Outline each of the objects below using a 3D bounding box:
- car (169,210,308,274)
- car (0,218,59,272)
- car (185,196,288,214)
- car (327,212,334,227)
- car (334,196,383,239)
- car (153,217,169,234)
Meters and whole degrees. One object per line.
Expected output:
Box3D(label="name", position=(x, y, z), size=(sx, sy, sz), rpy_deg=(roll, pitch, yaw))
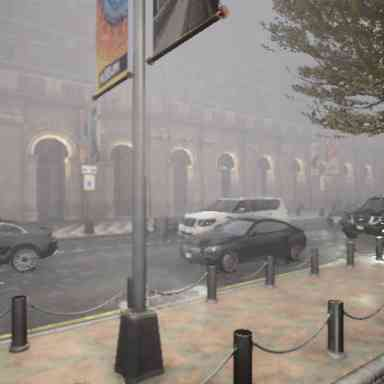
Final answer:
Box3D(label="car", position=(1.808, 1.525, 10.716), size=(4.674, 1.442, 1.812), rpy_deg=(0, 0, -35))
Box3D(label="car", position=(-6.331, 1.491, 9.266), size=(4.902, 1.511, 2.128), rpy_deg=(0, 0, -35))
Box3D(label="car", position=(2.081, 1.221, 15.181), size=(5.566, 2.045, 2.150), rpy_deg=(0, 0, -36))
Box3D(label="car", position=(10.579, 1.491, 21.243), size=(4.902, 1.511, 2.128), rpy_deg=(0, 0, -36))
Box3D(label="car", position=(9.660, 1.221, 16.289), size=(5.566, 2.045, 2.150), rpy_deg=(0, 0, -36))
Box3D(label="car", position=(0.291, 1.594, 17.896), size=(4.718, 1.301, 1.895), rpy_deg=(0, 0, -36))
